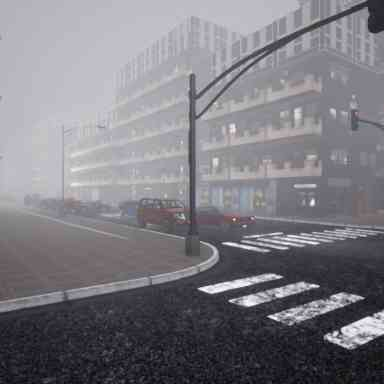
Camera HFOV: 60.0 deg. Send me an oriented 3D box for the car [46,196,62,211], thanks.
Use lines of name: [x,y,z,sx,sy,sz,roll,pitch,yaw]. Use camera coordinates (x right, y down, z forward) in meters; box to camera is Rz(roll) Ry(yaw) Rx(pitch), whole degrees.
car: [-14.848,1.451,38.030,1.947,1.339,4.313,0,0,-36]

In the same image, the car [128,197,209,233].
car: [-1.556,1.263,19.679,2.192,1.841,5.009,0,0,-36]

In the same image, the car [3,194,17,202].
car: [-38.107,1.411,70.144,1.802,1.307,4.206,0,0,-36]

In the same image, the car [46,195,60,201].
car: [-31.318,1.378,75.058,2.008,1.369,4.403,0,0,-36]

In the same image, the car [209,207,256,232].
car: [1.535,1.554,19.915,1.895,1.301,4.718,0,0,-38]

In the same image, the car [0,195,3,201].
car: [-41.430,1.269,74.730,1.967,1.590,4.097,0,0,-36]

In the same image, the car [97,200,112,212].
car: [-10.484,1.495,36.431,1.895,1.301,4.718,0,0,-36]

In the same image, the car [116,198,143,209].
car: [-8.061,1.465,42.947,1.802,1.307,4.206,0,0,-36]

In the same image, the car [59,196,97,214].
car: [-11.525,1.444,33.442,1.887,1.381,4.507,0,0,-36]

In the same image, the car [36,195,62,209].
car: [-18.171,1.436,42.619,1.947,1.339,4.313,0,0,-36]

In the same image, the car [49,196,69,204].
car: [-24.517,1.383,61.265,2.033,1.411,5.357,0,0,-37]

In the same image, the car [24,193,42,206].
car: [-24.815,1.161,51.793,2.192,1.841,5.009,0,0,-36]

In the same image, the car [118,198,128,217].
car: [-4.557,1.399,28.232,1.882,1.535,5.008,0,0,-36]

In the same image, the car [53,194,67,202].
car: [-27.996,1.269,70.472,1.967,1.590,4.097,0,0,-36]
